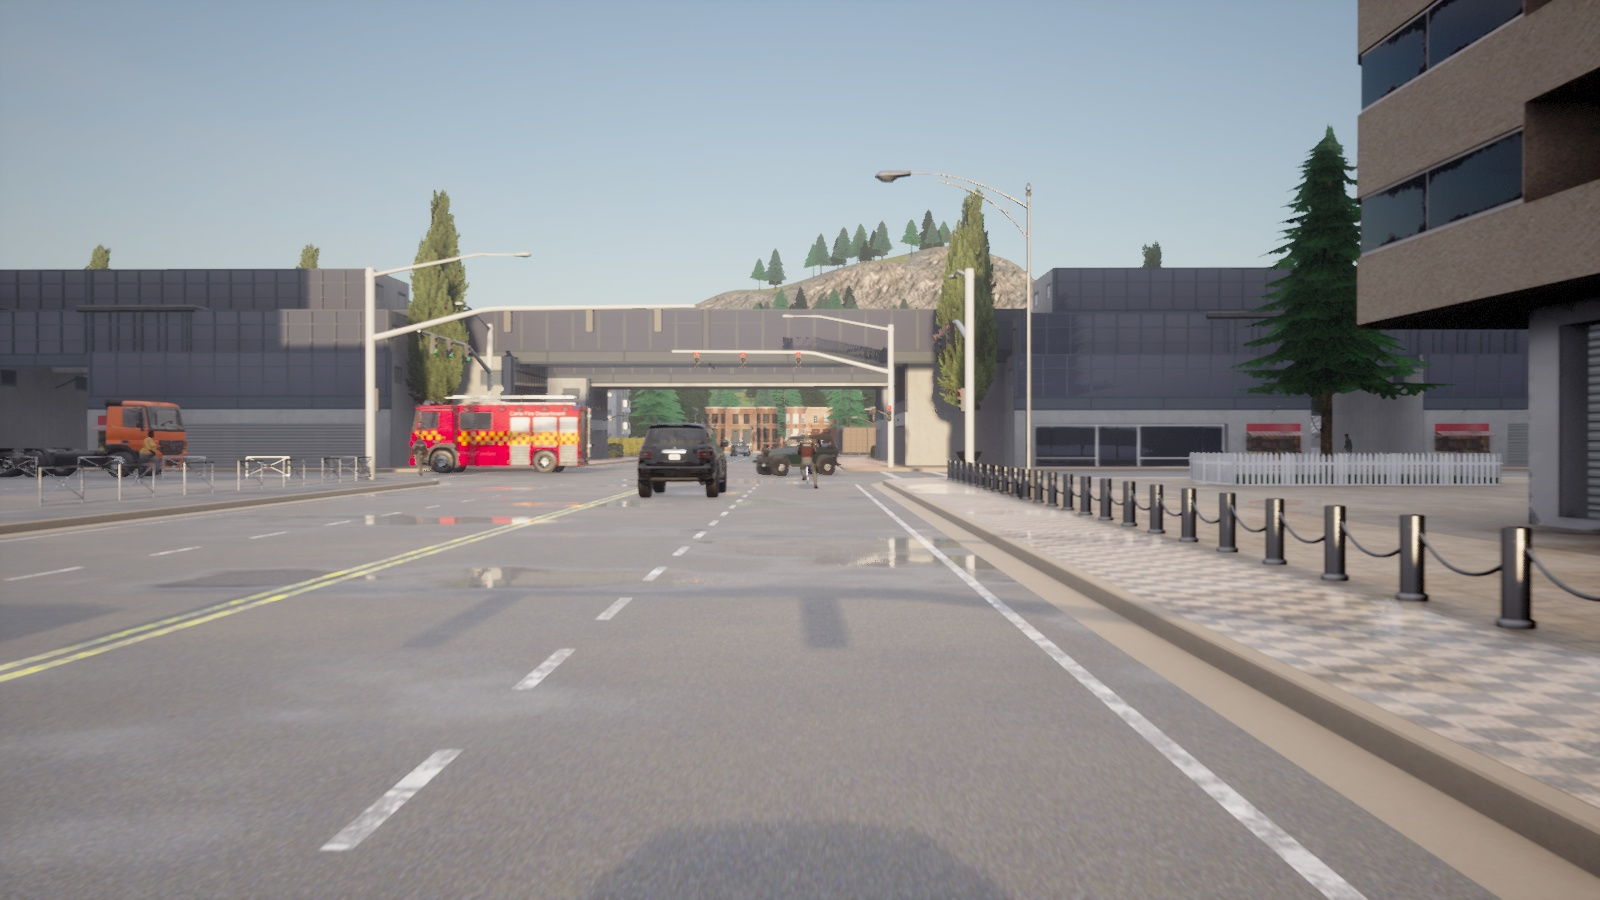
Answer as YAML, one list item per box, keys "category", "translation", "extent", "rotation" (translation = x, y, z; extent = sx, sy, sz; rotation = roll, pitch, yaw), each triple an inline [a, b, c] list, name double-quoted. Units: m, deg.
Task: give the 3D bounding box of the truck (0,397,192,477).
- category: "truck"
  translation: [-31.534, -0.573, 55.495]
  extent: [7.936, 3.462, 2.891]
  rotation: [0, 0, 2]

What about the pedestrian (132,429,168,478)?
- category: "pedestrian"
  translation: [-24.777, 0.116, 47.853]
  extent: [0.900, 1.855, 0.874]
  rotation: [0, 0, 3]

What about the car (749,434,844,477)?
- category: "car"
  translation: [-0.152, 0.223, 56.654]
  extent: [3.866, 1.878, 1.905]
  rotation: [0, 0, -27]

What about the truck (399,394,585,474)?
- category: "truck"
  translation: [-15.131, -0.780, 62.150]
  extent: [8.468, 3.827, 2.891]
  rotation: [0, 0, 0]

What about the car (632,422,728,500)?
- category: "car"
  translation: [-3.299, 0.262, 35.656]
  extent: [2.150, 2.045, 5.566]
  rotation: [0, 0, 0]

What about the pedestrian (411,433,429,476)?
- category: "pedestrian"
  translation: [-17.004, 0.195, 56.141]
  extent: [0.563, 1.883, 0.849]
  rotation: [0, 0, -32]
